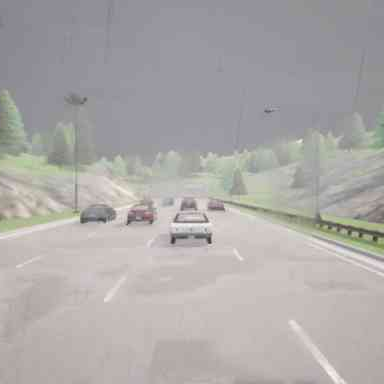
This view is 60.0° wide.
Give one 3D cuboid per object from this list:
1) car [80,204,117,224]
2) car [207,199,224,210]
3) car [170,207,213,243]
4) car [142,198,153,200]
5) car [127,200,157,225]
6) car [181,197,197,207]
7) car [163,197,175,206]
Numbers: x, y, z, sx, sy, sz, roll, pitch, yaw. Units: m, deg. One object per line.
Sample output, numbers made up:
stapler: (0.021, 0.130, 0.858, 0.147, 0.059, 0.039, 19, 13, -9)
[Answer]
car: (-7.178, 1.641, 25.857, 1.994, 1.385, 4.181, 0, 0, -1)
car: (3.084, 1.647, 43.822, 1.994, 1.385, 4.181, 0, 0, -1)
car: (-0.050, 1.636, 16.363, 1.895, 1.301, 4.718, 0, 0, -1)
car: (-7.569, 1.704, 55.884, 1.994, 1.385, 4.181, 0, 0, -1)
car: (-3.659, 1.589, 24.782, 1.812, 1.442, 4.674, 0, 0, -1)
car: (-0.406, 1.444, 43.297, 2.097, 1.767, 4.553, 0, 0, -1)
car: (-4.111, 1.627, 59.020, 2.128, 1.511, 4.902, 0, 0, -1)
